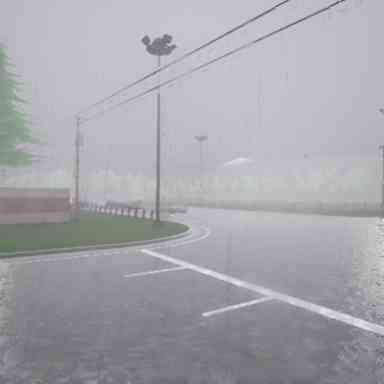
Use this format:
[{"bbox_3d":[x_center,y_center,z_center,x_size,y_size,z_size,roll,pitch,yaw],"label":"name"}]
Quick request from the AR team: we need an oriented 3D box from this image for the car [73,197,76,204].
[{"bbox_3d":[-21.172,1.569,63.565,2.097,1.767,4.553,1,0,-36],"label":"car"}]

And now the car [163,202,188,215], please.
[{"bbox_3d":[-2.423,1.813,37.498,1.895,1.301,4.718,1,0,-36],"label":"car"}]

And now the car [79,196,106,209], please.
[{"bbox_3d":[-14.734,1.700,48.559,1.812,1.442,4.674,1,0,-36],"label":"car"}]

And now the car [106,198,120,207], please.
[{"bbox_3d":[-11.369,1.690,49.885,1.882,1.535,5.008,1,0,-36],"label":"car"}]

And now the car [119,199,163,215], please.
[{"bbox_3d":[-5.523,1.666,35.813,2.128,1.511,4.902,1,0,-36],"label":"car"}]
